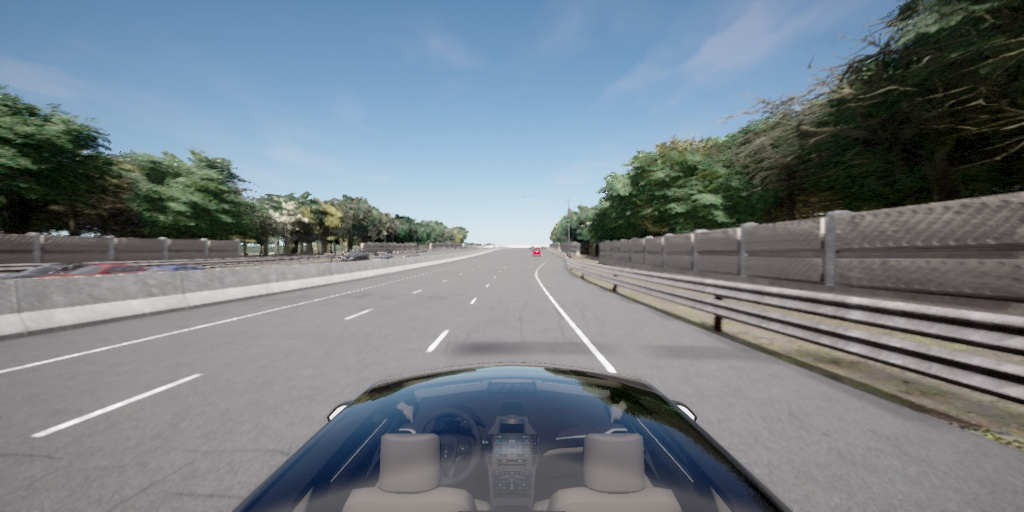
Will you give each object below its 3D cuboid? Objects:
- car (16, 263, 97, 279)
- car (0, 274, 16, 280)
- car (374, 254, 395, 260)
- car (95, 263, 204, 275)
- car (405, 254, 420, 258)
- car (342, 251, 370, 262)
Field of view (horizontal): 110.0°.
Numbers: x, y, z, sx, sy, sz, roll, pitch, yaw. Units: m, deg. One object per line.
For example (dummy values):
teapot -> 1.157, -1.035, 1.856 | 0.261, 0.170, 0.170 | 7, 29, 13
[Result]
car -> -20.961, 1.145, 18.427 | 1.882, 1.535, 5.008 | 0, 0, 1
car -> -24.447, 1.159, 19.396 | 1.837, 1.490, 4.892 | 0, 0, 1
car -> -19.853, 0.433, 56.009 | 2.128, 1.511, 4.902 | 0, 2, 3
car -> -17.471, 1.202, 18.239 | 1.812, 1.442, 4.674 | 0, 0, 1
car -> -16.225, 0.368, 58.838 | 1.837, 1.490, 4.892 | 0, 2, 3
car -> -23.439, 0.210, 54.118 | 2.150, 2.045, 5.566 | 0, 1, 3
